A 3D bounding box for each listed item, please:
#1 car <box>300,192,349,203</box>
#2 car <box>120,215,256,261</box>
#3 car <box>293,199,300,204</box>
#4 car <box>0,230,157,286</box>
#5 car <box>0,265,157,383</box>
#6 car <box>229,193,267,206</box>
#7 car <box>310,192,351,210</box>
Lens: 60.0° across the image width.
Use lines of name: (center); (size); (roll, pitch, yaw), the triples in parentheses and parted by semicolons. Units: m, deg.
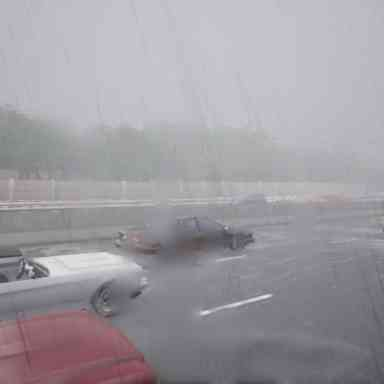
car: (14.560, 1.154, 35.739); (5.566, 2.045, 2.150); (-1, 0, -35)
car: (-0.108, 1.547, 12.263); (5.357, 1.411, 2.033); (0, 0, -35)
car: (15.665, 1.386, 45.058); (4.674, 1.442, 1.812); (-1, 1, -35)
car: (-3.189, 1.600, 5.771); (4.718, 1.301, 1.895); (0, 0, -36)
car: (-2.528, 1.601, 2.067); (4.718, 1.301, 1.895); (0, 0, -36)
car: (7.353, 1.166, 43.496); (5.566, 2.045, 2.150); (-1, 0, -35)
car: (17.569, 1.084, 42.124); (5.566, 2.045, 2.150); (-1, 1, -35)
